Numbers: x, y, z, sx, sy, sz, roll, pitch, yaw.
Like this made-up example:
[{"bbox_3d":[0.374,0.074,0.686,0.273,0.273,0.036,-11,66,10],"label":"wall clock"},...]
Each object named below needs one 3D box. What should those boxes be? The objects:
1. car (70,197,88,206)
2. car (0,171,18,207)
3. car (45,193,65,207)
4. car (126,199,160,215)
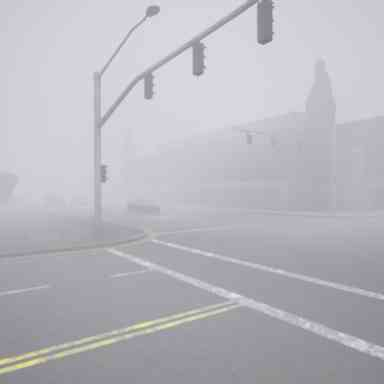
[{"bbox_3d":[-17.712,1.478,52.097,1.994,1.385,4.181,0,0,-33],"label":"car"},{"bbox_3d":[-21.791,-0.454,38.231,1.385,4.181,1.994,21,-1,33],"label":"car"},{"bbox_3d":[-21.001,1.146,50.817,2.150,2.045,5.566,0,1,-34],"label":"car"},{"bbox_3d":[-4.882,1.396,32.765,1.882,1.535,5.008,0,0,-34],"label":"car"}]
